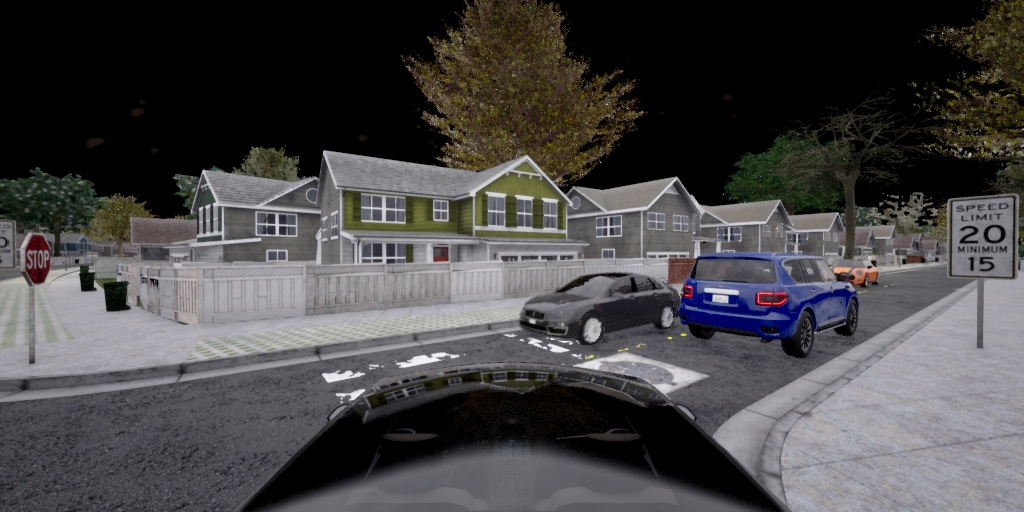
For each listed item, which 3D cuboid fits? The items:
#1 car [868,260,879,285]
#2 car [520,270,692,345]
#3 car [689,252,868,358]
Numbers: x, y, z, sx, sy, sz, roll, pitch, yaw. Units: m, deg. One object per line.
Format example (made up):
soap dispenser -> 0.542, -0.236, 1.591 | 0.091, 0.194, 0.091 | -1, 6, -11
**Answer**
car -> 21.363, 0.961, 22.682 | 4.553, 1.767, 2.097 | 0, 1, -36
car -> 2.447, 1.204, 9.413 | 4.892, 1.490, 1.837 | 0, 1, -35
car -> 6.328, 0.931, 8.651 | 5.566, 2.045, 2.150 | 0, 1, -35
